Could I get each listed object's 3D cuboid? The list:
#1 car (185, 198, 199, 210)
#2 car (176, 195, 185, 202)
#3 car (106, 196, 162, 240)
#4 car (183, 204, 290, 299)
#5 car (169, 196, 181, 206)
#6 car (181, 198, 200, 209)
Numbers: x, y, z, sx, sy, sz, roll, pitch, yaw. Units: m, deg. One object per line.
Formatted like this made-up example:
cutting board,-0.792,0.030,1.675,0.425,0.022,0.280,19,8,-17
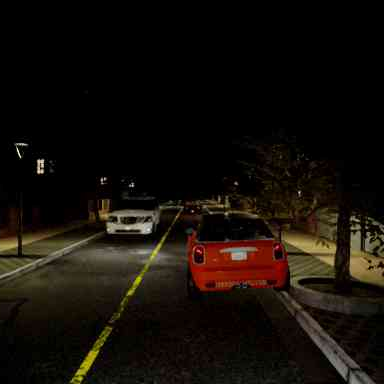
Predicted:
car,0.051,1.613,45.559,1.812,1.442,4.674,0,0,1
car,-2.756,1.584,83.744,2.128,1.511,4.902,0,0,0
car,-2.852,1.246,17.521,2.150,2.045,5.566,0,0,0
car,0.921,1.311,8.642,2.097,1.767,4.553,-3,-1,0
car,-2.754,1.474,55.849,2.097,1.767,4.553,0,0,0
car,0.070,1.662,35.857,1.895,1.301,4.718,0,0,0
